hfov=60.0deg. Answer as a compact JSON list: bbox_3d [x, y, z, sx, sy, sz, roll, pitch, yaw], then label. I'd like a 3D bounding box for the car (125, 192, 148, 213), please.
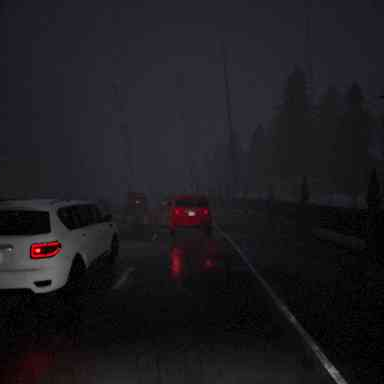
[{"bbox_3d":[-5.829,1.045,34.902,2.150,2.045,5.566,0,0,-12],"label":"car"}]

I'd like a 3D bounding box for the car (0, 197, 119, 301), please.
[{"bbox_3d":[-3.402,1.179,8.375,2.150,2.045,5.566,0,0,0],"label":"car"}]

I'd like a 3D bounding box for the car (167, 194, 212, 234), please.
[{"bbox_3d":[-0.159,1.128,18.659,2.150,2.045,5.566,0,0,-3],"label":"car"}]

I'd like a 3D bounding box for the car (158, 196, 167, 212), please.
[{"bbox_3d":[-2.441,1.173,35.462,2.097,1.767,4.553,0,0,-11],"label":"car"}]

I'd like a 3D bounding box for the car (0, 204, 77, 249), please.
[{"bbox_3d":[-7.030,1.400,15.294,1.882,1.535,5.008,0,0,-2],"label":"car"}]

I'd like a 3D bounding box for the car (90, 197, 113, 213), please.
[{"bbox_3d":[-9.636,1.311,35.703,2.128,1.511,4.902,0,0,-13],"label":"car"}]
